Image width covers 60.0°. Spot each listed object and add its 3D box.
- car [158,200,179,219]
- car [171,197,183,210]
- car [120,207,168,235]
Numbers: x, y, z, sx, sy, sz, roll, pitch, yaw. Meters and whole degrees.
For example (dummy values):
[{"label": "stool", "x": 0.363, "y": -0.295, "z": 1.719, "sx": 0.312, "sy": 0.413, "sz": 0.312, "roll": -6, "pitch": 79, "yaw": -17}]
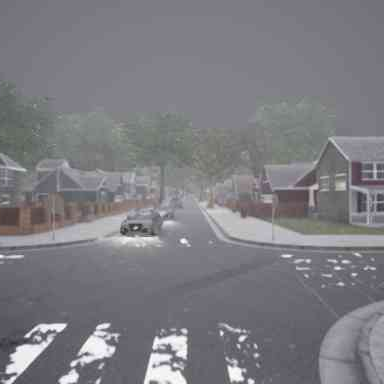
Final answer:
[{"label": "car", "x": -2.705, "y": 1.917, "z": 33.668, "sx": 2.128, "sy": 1.511, "sz": 4.902, "roll": 0, "pitch": -1, "yaw": 0}, {"label": "car", "x": -2.675, "y": 1.936, "z": 57.094, "sx": 2.150, "sy": 2.045, "sz": 5.566, "roll": 0, "pitch": -1, "yaw": 0}, {"label": "car", "x": -2.969, "y": 1.823, "z": 20.391, "sx": 1.994, "sy": 1.385, "sz": 4.181, "roll": 0, "pitch": -1, "yaw": 4}]
